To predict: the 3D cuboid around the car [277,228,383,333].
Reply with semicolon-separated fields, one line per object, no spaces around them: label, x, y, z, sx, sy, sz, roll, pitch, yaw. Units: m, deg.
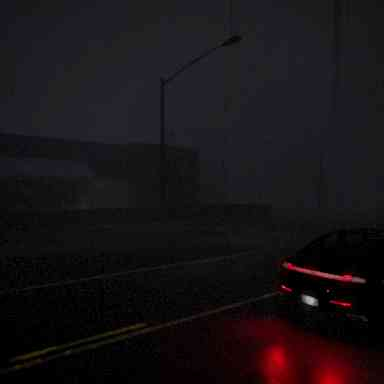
car;3.796;1.489;6.700;4.902;1.511;2.128;0;0;-37
